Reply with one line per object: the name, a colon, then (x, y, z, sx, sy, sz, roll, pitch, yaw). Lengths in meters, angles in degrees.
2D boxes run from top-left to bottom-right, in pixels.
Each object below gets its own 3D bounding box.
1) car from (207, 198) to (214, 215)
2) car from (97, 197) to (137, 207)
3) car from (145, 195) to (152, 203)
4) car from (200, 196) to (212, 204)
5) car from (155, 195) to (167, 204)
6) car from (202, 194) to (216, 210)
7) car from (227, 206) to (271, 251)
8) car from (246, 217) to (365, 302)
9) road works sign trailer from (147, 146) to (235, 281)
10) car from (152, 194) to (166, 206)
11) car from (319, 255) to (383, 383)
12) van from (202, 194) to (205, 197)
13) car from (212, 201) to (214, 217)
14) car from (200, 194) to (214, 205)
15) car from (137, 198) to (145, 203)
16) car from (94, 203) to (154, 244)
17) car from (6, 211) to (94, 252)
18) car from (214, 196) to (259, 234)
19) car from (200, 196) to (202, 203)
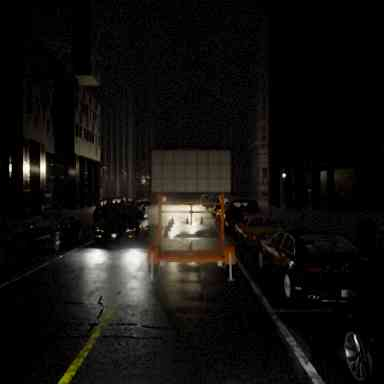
car: (2.699, 1.541, 30.419, 1.947, 1.339, 4.313, 0, 0, 0)
car: (-5.816, 1.295, 24.797, 2.192, 1.841, 5.009, 0, 0, 0)
car: (-5.838, 1.411, 36.001, 1.967, 1.590, 4.097, 0, 0, 0)
car: (2.631, 1.501, 64.030, 2.008, 1.369, 4.403, 0, 0, 0)
car: (-5.894, 1.391, 64.012, 1.967, 1.590, 4.097, 0, 0, 0)
car: (2.676, 1.407, 41.622, 1.967, 1.590, 4.097, 0, 0, 0)
car: (2.732, 1.514, 13.783, 1.752, 1.417, 4.829, 0, 0, 0)
car: (2.744, 1.544, 8.012, 2.008, 1.369, 4.403, 0, 0, 0)
road works sign trailer: (-0.020, 0.456, 9.806, 2.380, 3.560, 2.880, 0, 0, 0)
car: (-5.872, 1.274, 52.807, 2.192, 1.841, 5.009, 0, 0, 0)
car: (2.755, 1.564, 2.410, 1.947, 1.339, 4.313, 0, 0, 0)
van: (2.664, 1.304, 47.224, 1.690, 1.788, 3.998, 0, 0, 0)
car: (2.710, 1.561, 24.818, 1.802, 1.307, 4.206, 0, 0, 0)
car: (2.642, 1.270, 58.428, 2.192, 1.841, 5.009, 0, 0, 0)
car: (-5.826, 1.541, 30.399, 1.947, 1.339, 4.313, 0, 0, 0)
car: (-3.132, 1.492, 15.758, 1.837, 1.490, 4.892, 0, 0, 0)
car: (-5.793, 1.539, 13.592, 2.008, 1.369, 4.403, 0, 0, 0)
car: (2.720, 1.299, 19.216, 2.192, 1.841, 5.009, 0, 0, 0)
car: (2.653, 1.399, 52.826, 1.967, 1.590, 4.097, 0, 0, 0)
